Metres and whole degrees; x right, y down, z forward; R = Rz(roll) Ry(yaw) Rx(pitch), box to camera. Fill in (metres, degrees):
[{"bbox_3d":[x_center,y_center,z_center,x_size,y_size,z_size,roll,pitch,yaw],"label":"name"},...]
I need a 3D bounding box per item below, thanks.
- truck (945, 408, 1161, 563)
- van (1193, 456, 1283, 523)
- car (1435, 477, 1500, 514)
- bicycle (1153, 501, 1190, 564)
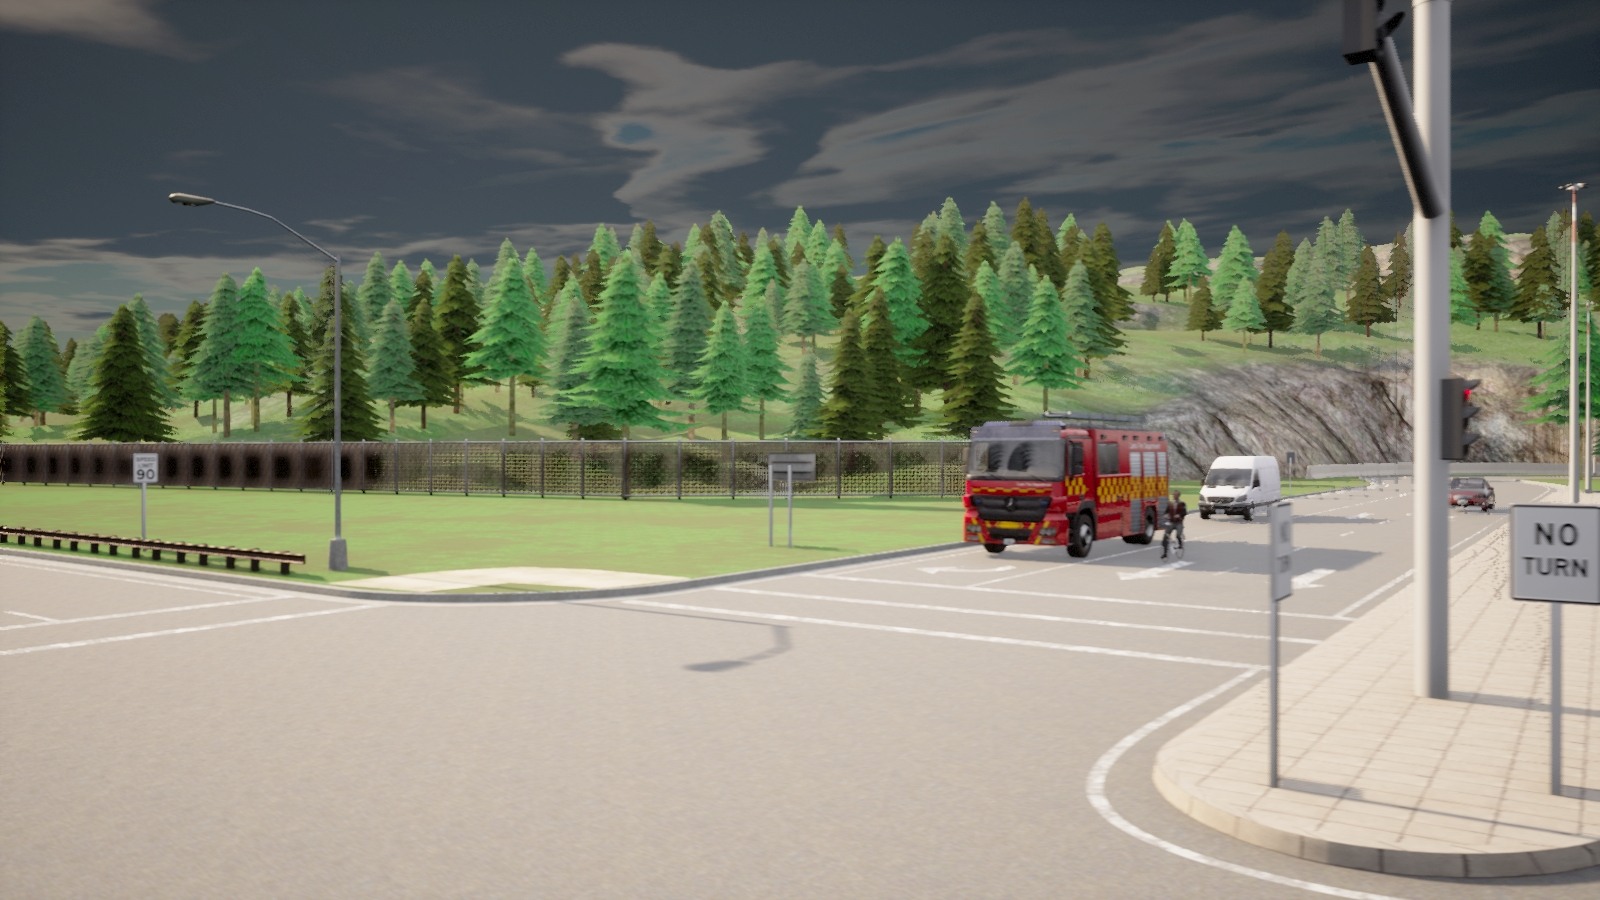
[{"bbox_3d":[7.440,0.890,32.482,2.891,3.827,8.468,0,0,36],"label":"truck"},{"bbox_3d":[18.055,1.534,46.897,1.988,2.561,5.915,0,0,36],"label":"van"},{"bbox_3d":[30.842,2.047,52.714,2.128,1.511,4.902,0,0,36],"label":"car"},{"bbox_3d":[9.365,2.059,28.755,0.329,1.471,1.835,0,0,36],"label":"bicycle"}]
